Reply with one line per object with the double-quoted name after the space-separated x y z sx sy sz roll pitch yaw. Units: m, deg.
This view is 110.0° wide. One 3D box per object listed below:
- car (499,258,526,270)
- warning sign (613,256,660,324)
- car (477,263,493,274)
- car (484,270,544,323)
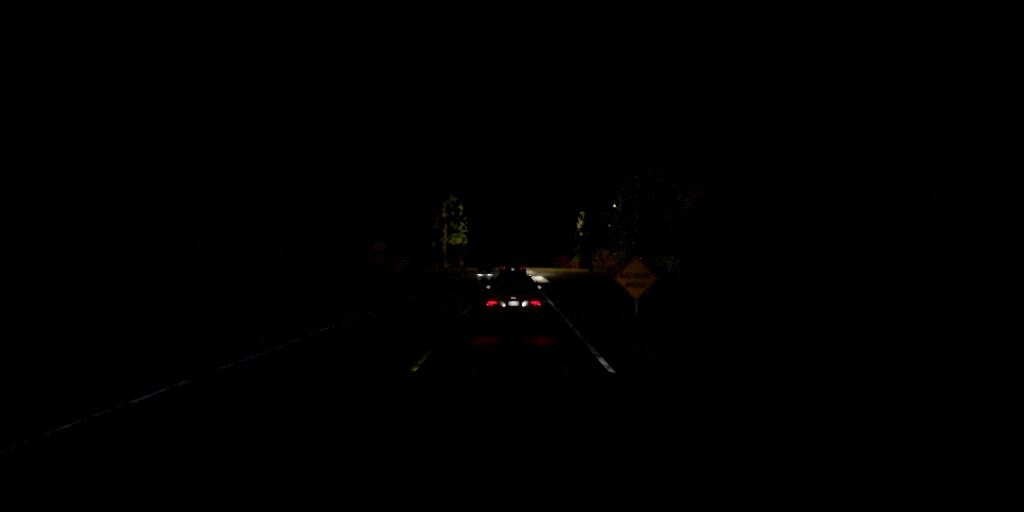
0.081 1.190 31.386 2.150 2.045 5.566 0 -1 0 "car"
3.549 0.925 10.245 1.300 1.860 1.060 0 0 0 "warning sign"
-3.595 1.665 48.828 2.033 1.411 5.357 0 -1 0 "car"
0.064 1.373 12.394 2.033 1.411 5.357 0 0 0 "car"
